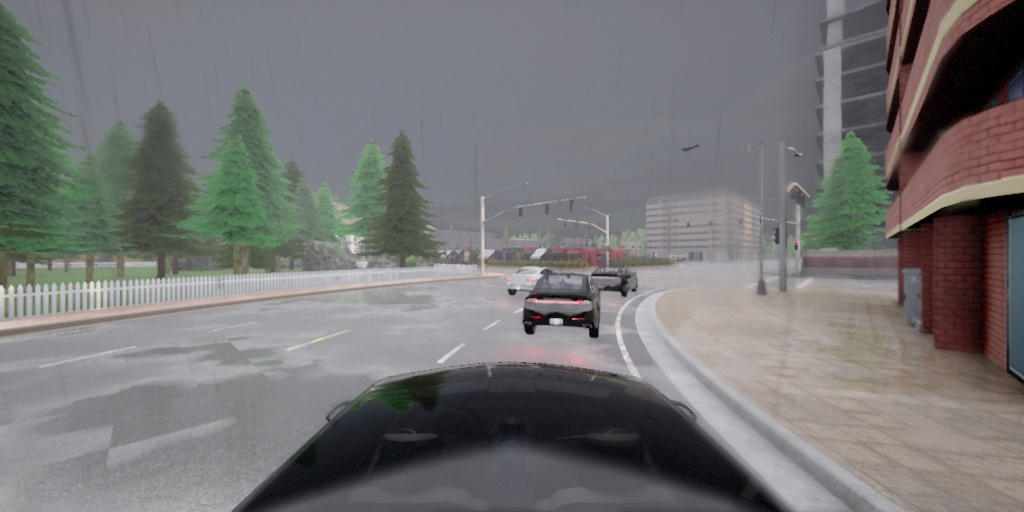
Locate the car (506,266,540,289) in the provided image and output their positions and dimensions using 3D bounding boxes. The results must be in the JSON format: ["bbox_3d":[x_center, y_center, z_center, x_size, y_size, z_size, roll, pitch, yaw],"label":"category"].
[{"bbox_3d":[1.304,1.266,18.910,1.812,1.442,4.674,0,0,26],"label":"car"}]

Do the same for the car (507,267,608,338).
[{"bbox_3d":[1.581,1.237,10.280,2.128,1.511,4.902,0,0,14],"label":"car"}]

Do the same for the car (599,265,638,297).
[{"bbox_3d":[5.381,1.231,18.889,2.128,1.511,4.902,0,0,28],"label":"car"}]
